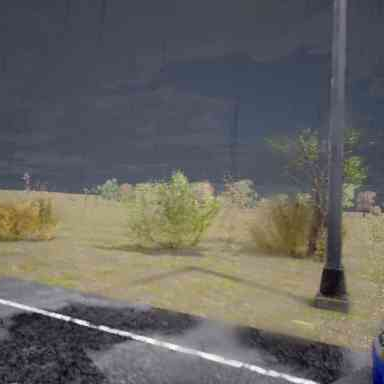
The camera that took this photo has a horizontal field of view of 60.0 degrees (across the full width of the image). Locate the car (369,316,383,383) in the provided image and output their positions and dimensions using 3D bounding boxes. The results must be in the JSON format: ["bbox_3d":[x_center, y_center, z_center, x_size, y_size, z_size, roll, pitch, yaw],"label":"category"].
[{"bbox_3d":[4.371,1.487,2.276,5.566,2.045,2.150,1,-2,27],"label":"car"}]
